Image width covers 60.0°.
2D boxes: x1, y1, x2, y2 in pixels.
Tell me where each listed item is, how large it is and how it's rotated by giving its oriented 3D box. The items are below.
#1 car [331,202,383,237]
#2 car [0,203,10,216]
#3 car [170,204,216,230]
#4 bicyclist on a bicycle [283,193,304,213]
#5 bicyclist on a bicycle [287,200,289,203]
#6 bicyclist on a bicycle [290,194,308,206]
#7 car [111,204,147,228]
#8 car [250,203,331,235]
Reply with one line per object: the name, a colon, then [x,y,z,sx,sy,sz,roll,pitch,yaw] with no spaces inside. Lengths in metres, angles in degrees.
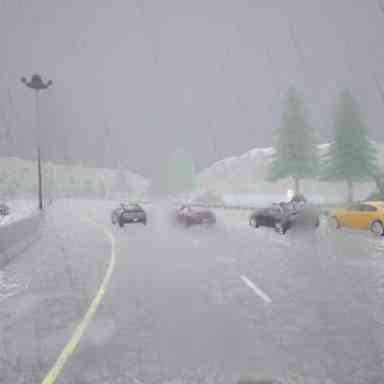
car: [8.772,1.206,16.279,1.882,1.535,5.008,-1,0,-13]
car: [-23.795,2.185,41.260,1.837,1.490,4.892,-2,-1,-23]
car: [0.003,1.511,21.357,1.812,1.442,4.674,-1,0,-20]
bicyclist on a bicycle: [9.198,1.035,30.270,1.656,1.620,0.582,8,-3,-20]
bicyclist on a bicycle: [9.415,1.033,29.826,1.656,1.620,0.582,12,-9,-27]
bicyclist on a bicycle: [9.725,1.025,29.319,1.656,1.620,0.582,10,-5,-23]
car: [-4.544,1.611,23.621,2.128,1.511,4.902,-1,0,-22]
car: [4.758,1.338,17.816,2.128,1.511,4.902,-1,0,-15]
